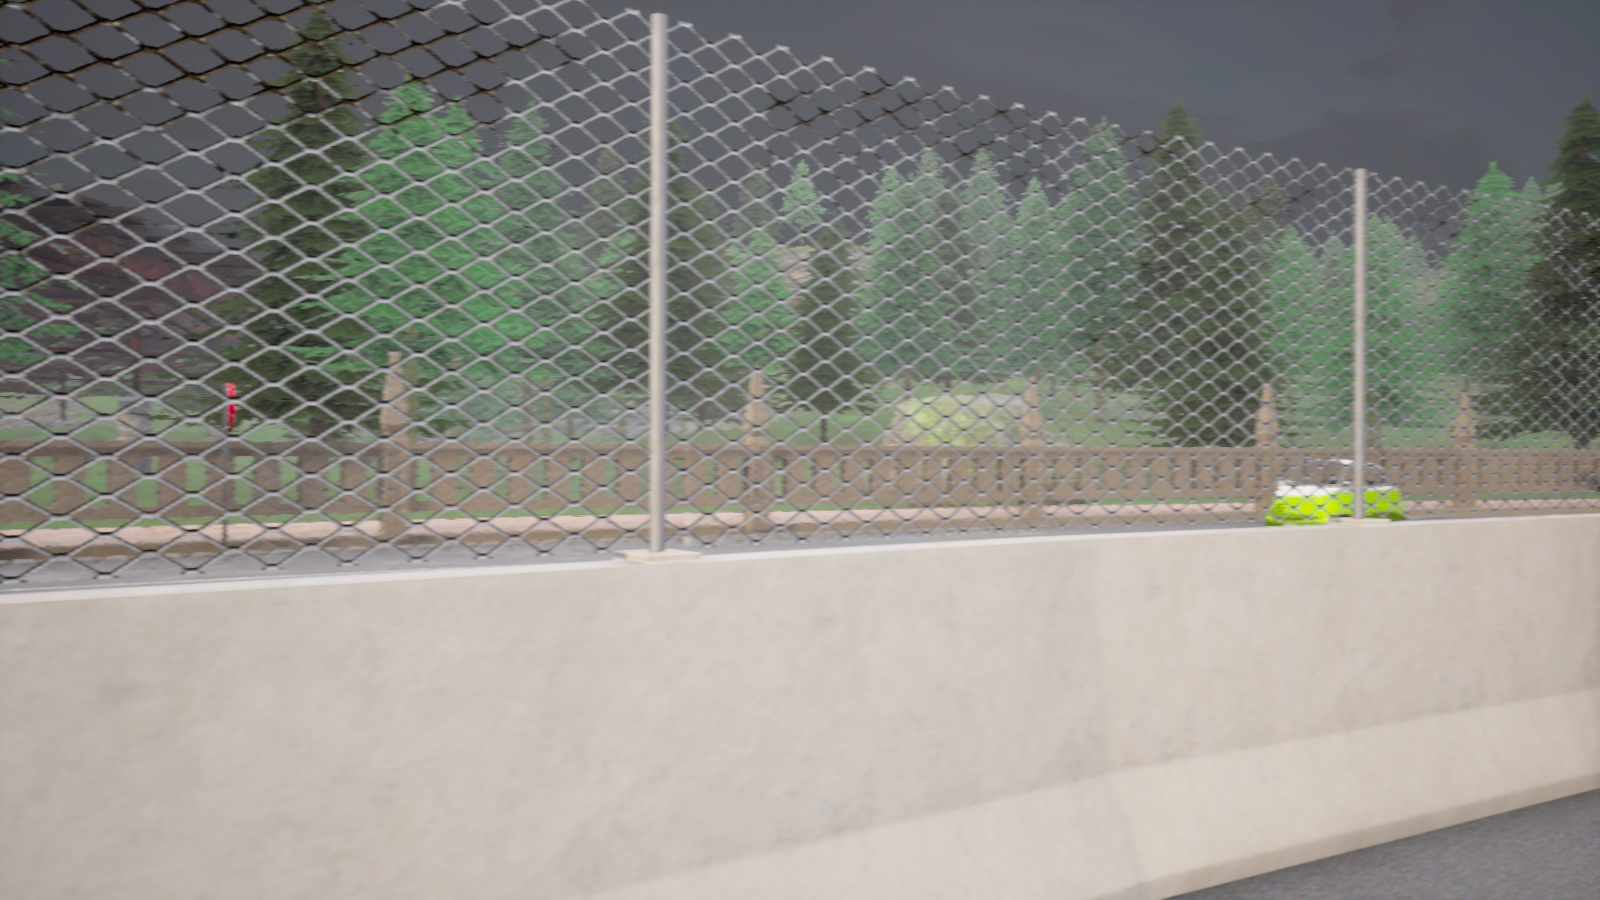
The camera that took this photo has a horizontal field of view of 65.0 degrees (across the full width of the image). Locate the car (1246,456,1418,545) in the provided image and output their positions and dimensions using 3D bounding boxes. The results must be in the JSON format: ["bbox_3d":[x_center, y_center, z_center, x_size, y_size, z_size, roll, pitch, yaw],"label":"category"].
[{"bbox_3d":[8.662,0.782,20.489,2.207,1.376,1.481,0,0,-25],"label":"car"}]
